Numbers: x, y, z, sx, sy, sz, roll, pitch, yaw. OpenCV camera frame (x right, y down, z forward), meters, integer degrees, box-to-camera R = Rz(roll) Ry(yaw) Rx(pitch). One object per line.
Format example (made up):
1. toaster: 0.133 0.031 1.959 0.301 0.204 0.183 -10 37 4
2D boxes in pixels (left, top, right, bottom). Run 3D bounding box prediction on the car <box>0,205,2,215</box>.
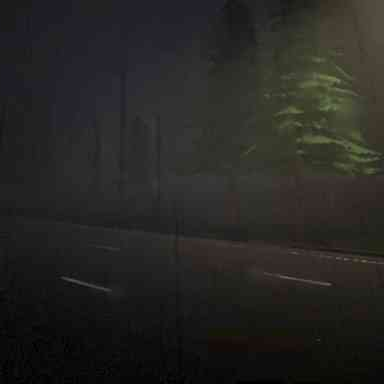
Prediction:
1. car: -15.428 1.134 23.595 4.902 1.511 2.128 1 1 35
